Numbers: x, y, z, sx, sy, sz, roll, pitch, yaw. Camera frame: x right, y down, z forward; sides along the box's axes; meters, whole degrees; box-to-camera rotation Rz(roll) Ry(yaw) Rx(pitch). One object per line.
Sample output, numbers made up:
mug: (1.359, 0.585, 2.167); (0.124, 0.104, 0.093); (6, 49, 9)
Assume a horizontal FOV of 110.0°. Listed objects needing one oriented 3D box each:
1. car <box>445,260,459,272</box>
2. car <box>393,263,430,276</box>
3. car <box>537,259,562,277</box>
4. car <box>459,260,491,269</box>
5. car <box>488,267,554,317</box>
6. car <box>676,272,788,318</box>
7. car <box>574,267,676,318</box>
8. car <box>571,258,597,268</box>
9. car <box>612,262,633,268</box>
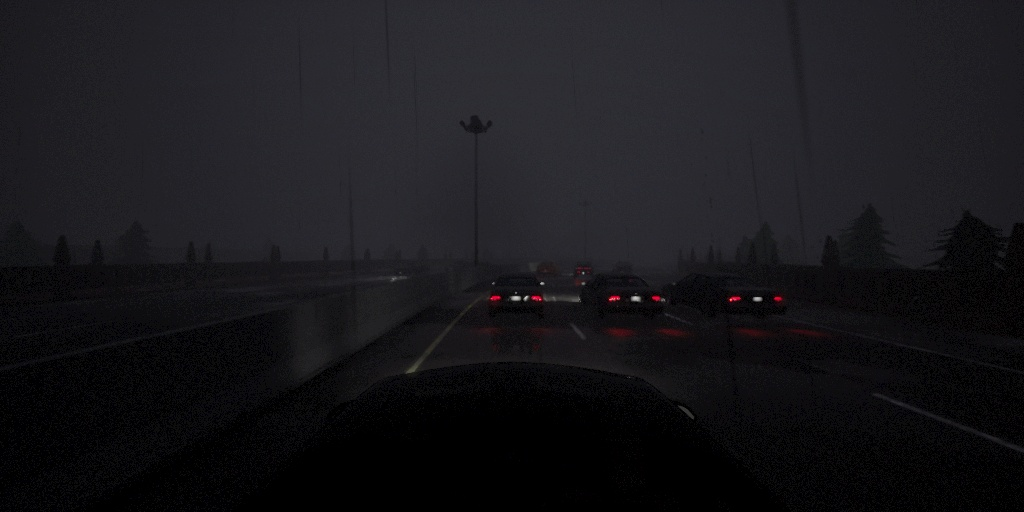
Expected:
car: (-5.905, 1.240, 40.658); (2.128, 1.511, 4.902); (0, 0, 18)
car: (-10.458, 1.348, 37.499); (1.895, 1.301, 4.718); (0, 0, 15)
car: (3.775, 1.225, 35.748); (1.882, 1.535, 5.008); (0, 0, 16)
car: (-3.361, 1.252, 36.855); (1.837, 1.490, 4.892); (0, 0, 15)
car: (0.212, 1.297, 13.086); (2.033, 1.411, 5.357); (0, 0, 2)
car: (7.206, 1.297, 12.893); (2.033, 1.411, 5.357); (0, 0, 2)
car: (3.710, 1.297, 12.982); (2.033, 1.411, 5.357); (0, 0, 2)
car: (6.942, 1.253, 34.092); (1.837, 1.490, 4.892); (0, 0, 15)
car: (10.868, 1.274, 35.180); (1.812, 1.442, 4.674); (0, 0, 16)
